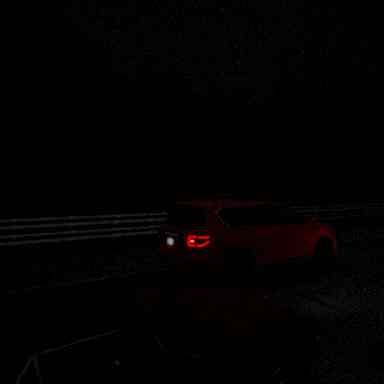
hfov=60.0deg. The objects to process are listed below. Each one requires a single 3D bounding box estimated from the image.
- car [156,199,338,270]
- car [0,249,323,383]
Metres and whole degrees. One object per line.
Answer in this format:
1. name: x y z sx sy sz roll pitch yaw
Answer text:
1. car: 1.691 1.207 9.229 5.566 2.045 2.150 -1 0 -35
2. car: -0.863 1.601 3.134 4.718 1.301 1.895 0 0 -36
